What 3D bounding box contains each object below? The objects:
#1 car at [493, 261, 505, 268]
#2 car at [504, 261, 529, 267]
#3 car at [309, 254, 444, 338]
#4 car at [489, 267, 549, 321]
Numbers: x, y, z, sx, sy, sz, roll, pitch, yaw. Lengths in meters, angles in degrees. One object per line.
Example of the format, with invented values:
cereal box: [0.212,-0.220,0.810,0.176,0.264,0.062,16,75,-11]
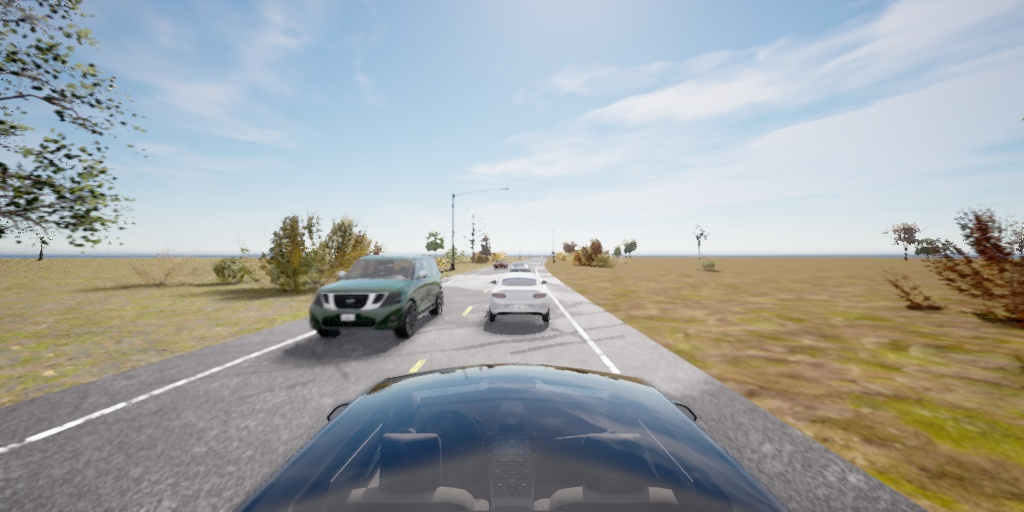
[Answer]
car: [-1.722,1.329,53.597,1.895,1.301,4.718,0,0,4]
car: [0.734,1.287,30.593,2.033,1.411,5.357,0,0,3]
car: [-3.490,0.968,10.486,2.150,2.045,5.566,0,0,1]
car: [0.245,1.272,12.353,1.812,1.442,4.674,0,0,1]
